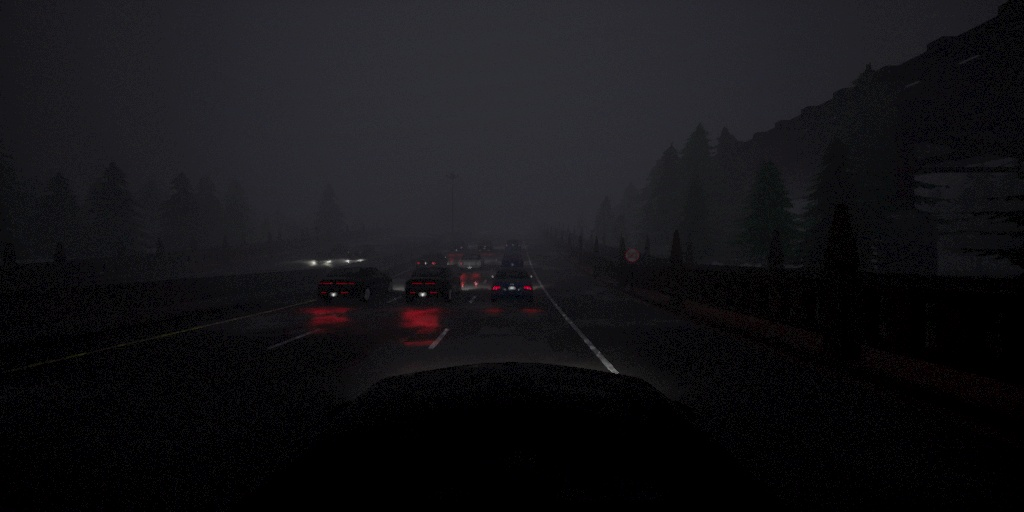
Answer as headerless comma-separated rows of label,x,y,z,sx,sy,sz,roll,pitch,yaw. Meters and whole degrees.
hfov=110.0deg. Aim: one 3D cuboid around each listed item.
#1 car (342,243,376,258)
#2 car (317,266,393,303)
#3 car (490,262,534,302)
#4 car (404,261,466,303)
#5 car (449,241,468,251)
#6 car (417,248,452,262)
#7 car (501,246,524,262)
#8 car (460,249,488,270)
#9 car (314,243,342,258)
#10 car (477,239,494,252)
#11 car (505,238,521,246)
car,-17.395,-0.674,41.562,1.812,1.442,4.674,0,7,0
car,-7.001,1.200,16.483,1.837,1.490,4.892,0,1,0
car,-0.001,1.237,16.484,2.033,1.411,5.357,0,1,0
car,-3.501,1.195,16.483,1.837,1.490,4.892,0,1,0
car,-6.866,-1.280,46.649,1.895,1.301,4.718,0,7,0
car,-6.948,0.404,31.435,2.033,1.411,5.357,0,5,0
car,0.052,0.316,31.391,1.882,1.535,5.008,0,5,0
car,-3.448,0.450,31.450,1.895,1.301,4.718,0,5,0
car,-20.895,-0.717,41.574,1.882,1.535,5.008,0,7,0
car,-3.367,-1.412,46.583,1.882,1.535,5.008,0,7,0
car,0.133,-1.532,46.523,2.097,1.767,4.553,0,7,0
